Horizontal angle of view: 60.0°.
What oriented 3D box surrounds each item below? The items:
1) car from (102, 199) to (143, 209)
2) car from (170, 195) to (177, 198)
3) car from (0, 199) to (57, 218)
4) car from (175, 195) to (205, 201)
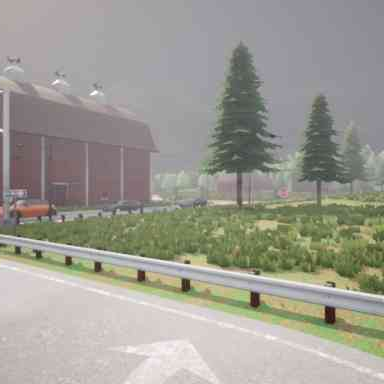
[{"bbox_3d":[-7.311,1.529,35.393,1.837,1.490,4.892,0,0,37],"label":"car"},{"bbox_3d":[-4.257,1.527,85.469,1.816,1.474,4.193,0,0,36],"label":"car"},{"bbox_3d":[-13.484,1.376,27.060,2.097,1.767,4.553,0,0,37],"label":"car"},{"bbox_3d":[0.177,1.523,45.484,1.837,1.490,4.892,0,2,37],"label":"car"}]
